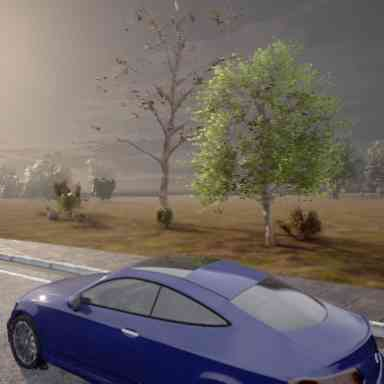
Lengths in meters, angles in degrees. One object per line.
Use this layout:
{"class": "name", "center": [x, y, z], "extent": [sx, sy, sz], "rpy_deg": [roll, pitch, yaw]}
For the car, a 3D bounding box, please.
{"class": "car", "center": [-0.328, 1.518, 4.053], "extent": [4.674, 1.442, 1.812], "rpy_deg": [0, 0, 34]}
